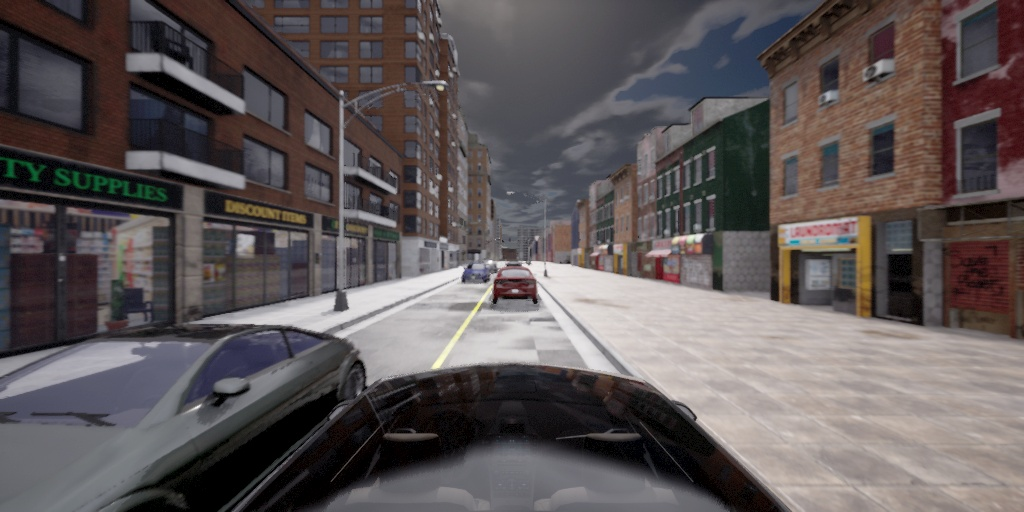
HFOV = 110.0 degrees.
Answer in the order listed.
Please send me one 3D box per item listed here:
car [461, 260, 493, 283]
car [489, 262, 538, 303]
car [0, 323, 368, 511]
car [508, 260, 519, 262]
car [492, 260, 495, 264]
[{"bbox_3d":[-2.729,1.266,27.786,1.812,1.442,4.674,0,0,1],"label":"car"},{"bbox_3d":[0.128,1.224,16.525,1.882,1.535,5.008,0,0,0],"label":"car"},{"bbox_3d":[-2.850,1.311,2.932,1.994,1.385,4.181,0,0,0],"label":"car"},{"bbox_3d":[0.180,1.245,41.857,1.837,1.490,4.892,0,0,0],"label":"car"},{"bbox_3d":[-2.684,1.229,41.194,2.128,1.511,4.902,0,0,0],"label":"car"}]
